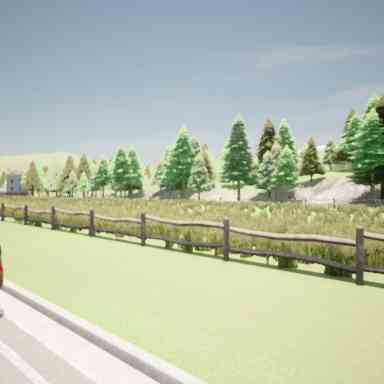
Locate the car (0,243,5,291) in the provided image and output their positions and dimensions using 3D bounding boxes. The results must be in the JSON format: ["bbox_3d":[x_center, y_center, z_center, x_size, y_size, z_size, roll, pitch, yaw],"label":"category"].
[{"bbox_3d":[-5.860,1.211,6.993,5.566,2.045,2.150,0,0,43],"label":"car"}]
